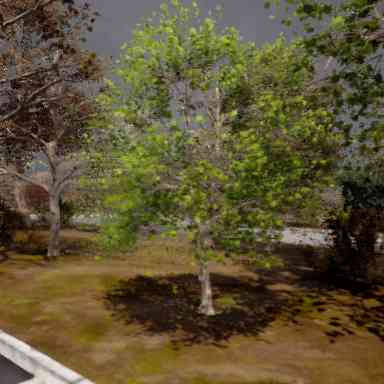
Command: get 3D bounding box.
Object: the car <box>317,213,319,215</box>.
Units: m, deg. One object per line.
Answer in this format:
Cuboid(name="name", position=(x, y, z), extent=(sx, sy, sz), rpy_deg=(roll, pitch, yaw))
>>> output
Cuboid(name="car", position=(19.638, 3.825, 58.269), extent=(4.902, 1.511, 2.128), rpy_deg=(1, 0, 33))
